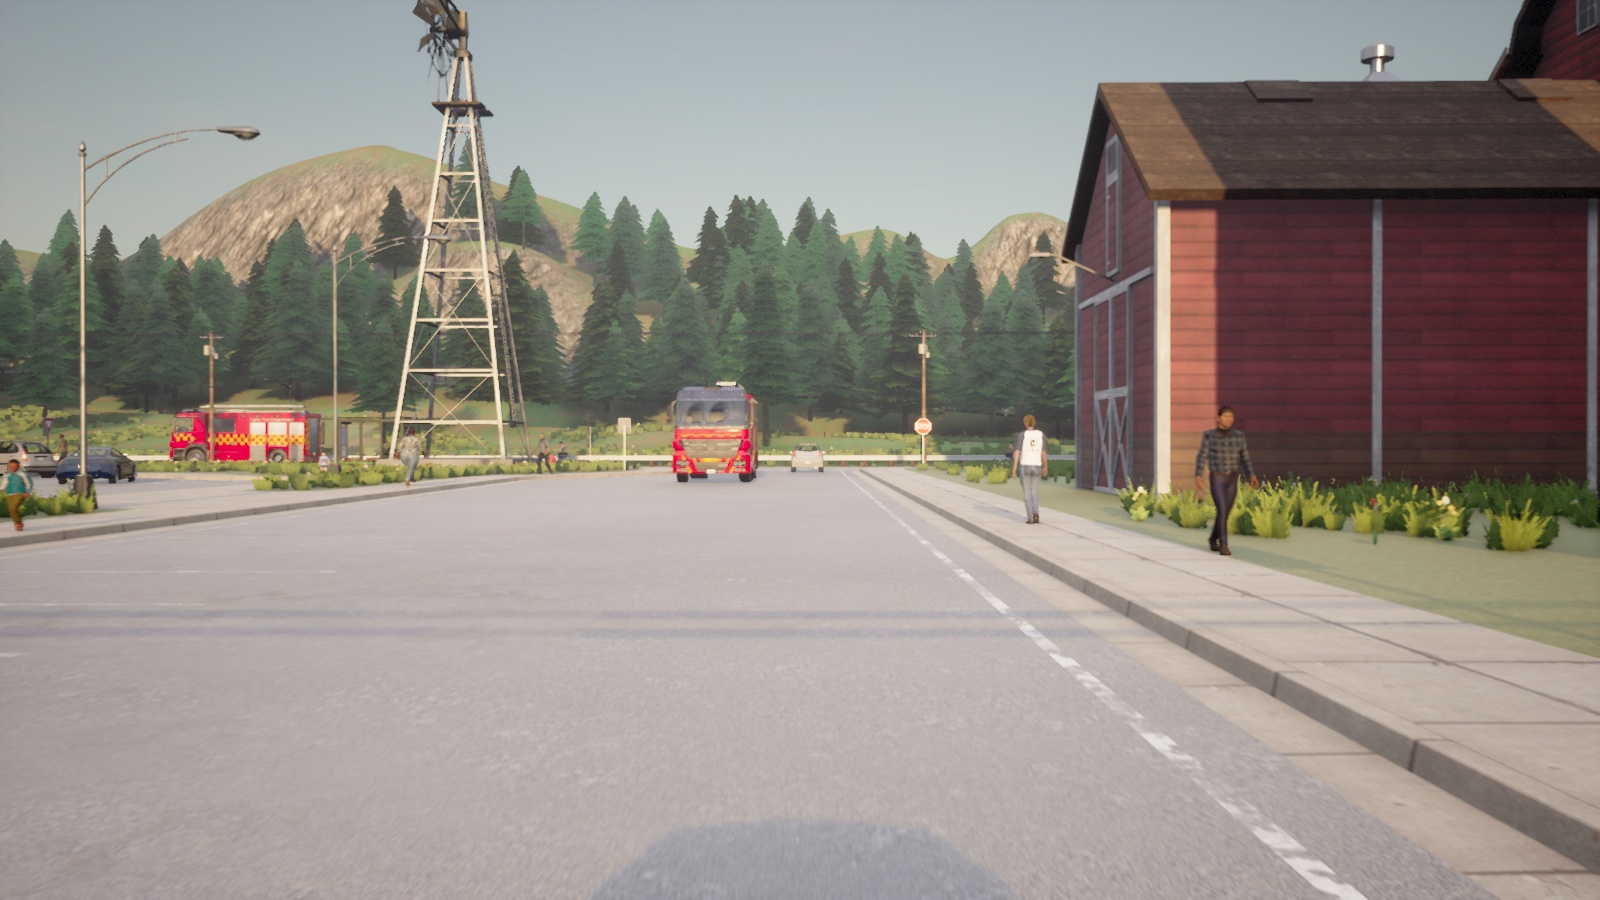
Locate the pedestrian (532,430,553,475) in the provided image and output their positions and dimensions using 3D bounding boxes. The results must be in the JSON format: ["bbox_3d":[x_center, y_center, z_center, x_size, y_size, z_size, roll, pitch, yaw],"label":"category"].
[{"bbox_3d":[-10.751,0.097,52.429,0.540,1.848,0.694,0,0,23],"label":"pedestrian"}]

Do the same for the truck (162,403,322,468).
[{"bbox_3d":[-33.971,-0.877,76.631,8.468,3.827,2.891,0,0,1],"label":"truck"}]

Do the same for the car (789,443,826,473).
[{"bbox_3d":[0.380,0.398,64.204,1.845,1.501,3.633,0,0,0],"label":"car"}]

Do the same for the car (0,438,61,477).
[{"bbox_3d":[-33.980,0.314,53.690,3.988,1.617,1.851,0,0,17],"label":"car"}]

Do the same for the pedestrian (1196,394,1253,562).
[{"bbox_3d":[5.049,0.321,14.963,0.423,1.949,0.788,0,0,2],"label":"pedestrian"}]

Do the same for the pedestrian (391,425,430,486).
[{"bbox_3d":[-12.058,0.173,38.861,0.874,1.855,0.900,0,0,5],"label":"pedestrian"}]

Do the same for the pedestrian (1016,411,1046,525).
[{"bbox_3d":[3.787,0.288,20.637,0.354,1.836,0.706,0,0,-1],"label":"pedestrian"}]

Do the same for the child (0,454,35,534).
[{"bbox_3d":[-11.883,0.665,18.993,0.343,1.192,0.448,0,0,-1],"label":"child"}]

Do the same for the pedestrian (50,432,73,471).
[{"bbox_3d":[-34.000,0.055,57.842,0.869,1.805,0.328,0,0,-2],"label":"pedestrian"}]

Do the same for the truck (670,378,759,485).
[{"bbox_3d":[-3.204,-0.699,49.297,2.891,3.827,8.468,0,0,0],"label":"truck"}]

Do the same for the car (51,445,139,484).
[{"bbox_3d":[-26.508,0.521,47.373,1.994,1.385,4.181,0,0,-16],"label":"car"}]
